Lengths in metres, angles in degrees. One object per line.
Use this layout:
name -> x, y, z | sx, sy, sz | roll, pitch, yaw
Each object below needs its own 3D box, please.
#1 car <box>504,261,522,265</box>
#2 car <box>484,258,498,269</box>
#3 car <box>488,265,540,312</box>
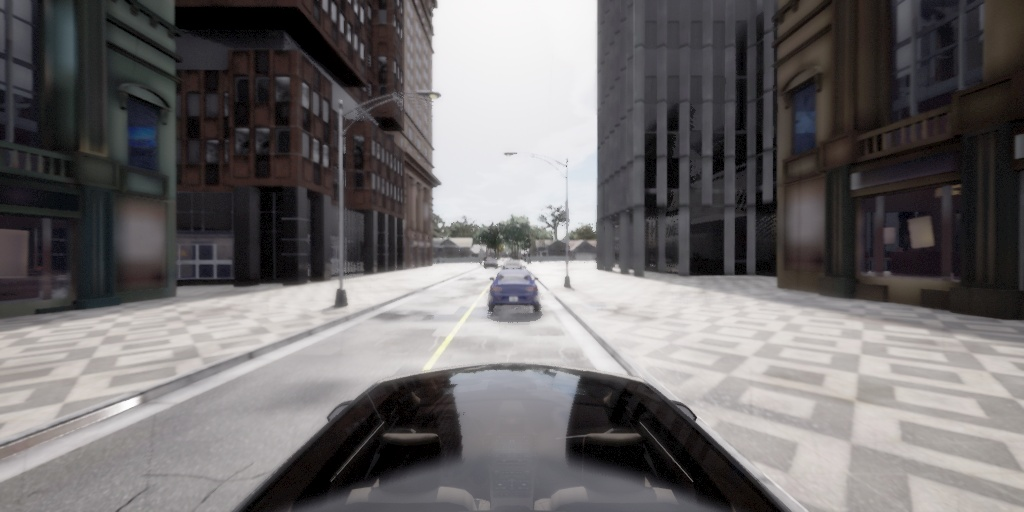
car -> 0.069, 1.160, 28.802 | 1.837, 1.490, 4.892 | 0, 1, 0
car -> -3.074, 1.062, 52.505 | 1.882, 1.535, 5.008 | 0, 0, 0
car -> 0.074, 1.233, 13.979 | 1.812, 1.442, 4.674 | 0, 0, 0
